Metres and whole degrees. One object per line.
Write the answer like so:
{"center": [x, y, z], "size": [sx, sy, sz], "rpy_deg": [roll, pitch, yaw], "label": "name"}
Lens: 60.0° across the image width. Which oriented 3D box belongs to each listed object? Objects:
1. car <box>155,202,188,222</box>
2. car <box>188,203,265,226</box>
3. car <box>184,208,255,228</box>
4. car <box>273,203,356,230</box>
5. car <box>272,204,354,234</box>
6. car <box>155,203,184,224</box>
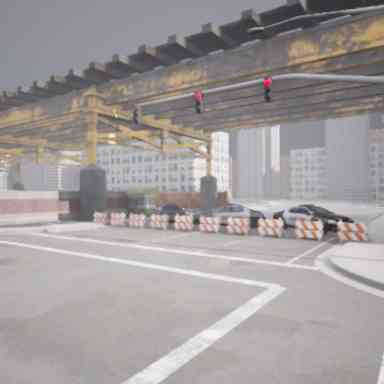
{"center": [-1.615, 1.423, 24.641], "size": [1.853, 1.218, 4.536], "rpy_deg": [0, 0, -11], "label": "car"}
{"center": [2.204, 1.385, 21.923], "size": [4.536, 1.218, 1.853], "rpy_deg": [0, 0, -1], "label": "car"}
{"center": [2.153, 1.543, 21.921], "size": [4.974, 1.542, 2.038], "rpy_deg": [0, 0, -1], "label": "car"}
{"center": [6.956, 1.341, 19.494], "size": [1.853, 1.218, 4.536], "rpy_deg": [0, 0, -26], "label": "car"}
{"center": [6.980, 1.499, 19.447], "size": [2.038, 1.542, 4.974], "rpy_deg": [0, 0, -26], "label": "car"}
{"center": [-1.604, 1.581, 24.589], "size": [2.038, 1.542, 4.974], "rpy_deg": [0, 0, -11], "label": "car"}
